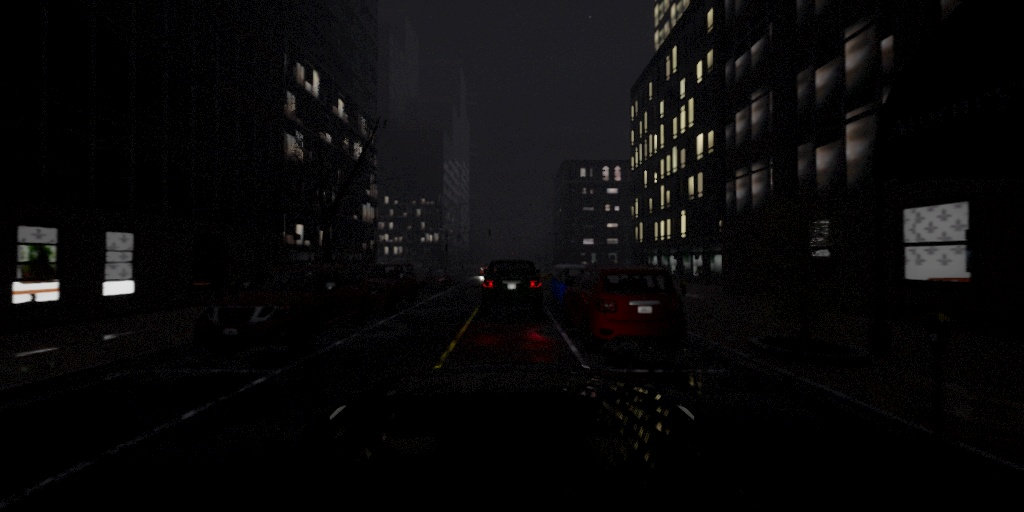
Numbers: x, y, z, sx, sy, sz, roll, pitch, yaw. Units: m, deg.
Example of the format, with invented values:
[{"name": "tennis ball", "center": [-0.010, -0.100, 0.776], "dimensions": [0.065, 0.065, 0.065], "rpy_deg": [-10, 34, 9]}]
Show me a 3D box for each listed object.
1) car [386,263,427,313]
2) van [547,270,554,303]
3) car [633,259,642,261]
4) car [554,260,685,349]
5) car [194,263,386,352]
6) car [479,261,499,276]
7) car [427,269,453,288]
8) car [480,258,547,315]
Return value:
[{"name": "car", "center": [-5.319, 1.198, 14.848], "dimensions": [2.192, 1.841, 5.009], "rpy_deg": [0, 0, 0]}, {"name": "van", "center": [2.561, 1.224, 14.850], "dimensions": [1.690, 1.789, 3.998], "rpy_deg": [0, 0, 0]}, {"name": "car", "center": [21.071, 1.555, 54.087], "dimensions": [4.507, 1.381, 1.888], "rpy_deg": [0, 0, -1]}, {"name": "car", "center": [2.563, 1.142, 9.292], "dimensions": [2.192, 1.841, 5.009], "rpy_deg": [0, 0, 0]}, {"name": "car", "center": [-5.317, 1.141, 9.289], "dimensions": [2.192, 1.841, 5.009], "rpy_deg": [0, 0, 0]}, {"name": "car", "center": [-2.782, 1.537, 44.483], "dimensions": [2.097, 1.767, 4.553], "rpy_deg": [0, 0, 0]}, {"name": "car", "center": [-5.323, 1.579, 25.964], "dimensions": [1.802, 1.307, 4.207], "rpy_deg": [0, 0, 0]}, {"name": "car", "center": [0.004, 1.104, 14.441], "dimensions": [2.150, 2.045, 5.566], "rpy_deg": [0, 0, 0]}]
